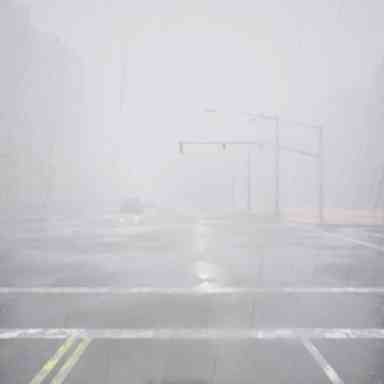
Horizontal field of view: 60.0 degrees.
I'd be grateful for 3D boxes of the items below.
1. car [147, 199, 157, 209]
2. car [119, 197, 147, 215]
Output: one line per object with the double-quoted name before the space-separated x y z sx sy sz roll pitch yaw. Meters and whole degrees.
"car" -7.033 1.948 55.303 2.097 1.767 4.553 0 -1 0
"car" -7.074 1.647 39.463 2.150 2.045 5.566 0 -1 0
